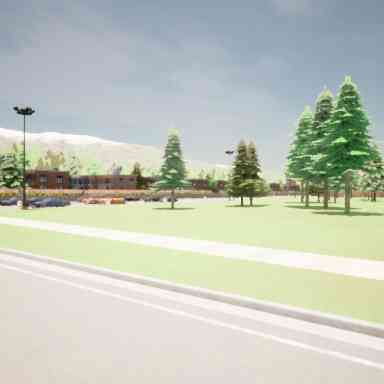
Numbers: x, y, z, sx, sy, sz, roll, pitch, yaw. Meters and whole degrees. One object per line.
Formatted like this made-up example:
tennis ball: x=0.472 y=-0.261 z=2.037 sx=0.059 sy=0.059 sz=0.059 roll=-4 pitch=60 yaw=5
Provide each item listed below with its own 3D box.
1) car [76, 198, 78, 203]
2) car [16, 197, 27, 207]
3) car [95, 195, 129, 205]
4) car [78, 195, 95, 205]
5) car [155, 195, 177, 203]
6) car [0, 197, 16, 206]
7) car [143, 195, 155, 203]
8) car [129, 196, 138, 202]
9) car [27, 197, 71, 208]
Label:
car: x=-20.435 y=1.351 z=65.131 sx=2.097 sy=1.767 sz=4.553 roll=0 pitch=0 yaw=35
car: x=-22.906 y=1.478 z=49.513 sx=1.882 sy=1.535 sz=5.008 roll=0 pitch=0 yaw=35
car: x=-13.628 y=1.352 z=56.669 sx=2.097 sy=1.767 sz=4.553 roll=0 pitch=0 yaw=35
car: x=-16.923 y=1.353 z=58.057 sx=2.097 sy=1.767 sz=4.553 roll=0 pitch=0 yaw=35
car: x=-4.936 y=1.529 z=68.960 sx=1.812 sy=1.442 sz=4.674 roll=0 pitch=0 yaw=35
car: x=-28.311 y=1.547 z=53.992 sx=2.033 sy=1.411 sz=5.357 roll=0 pitch=0 yaw=35
car: x=-8.272 y=1.490 z=70.290 sx=1.837 sy=1.490 sz=4.892 roll=0 pitch=0 yaw=35
car: x=-14.255 y=1.579 z=73.950 sx=1.895 sy=1.301 sz=4.718 roll=0 pitch=0 yaw=35
car: x=-20.031 y=1.547 z=47.519 sx=2.033 sy=1.411 sz=5.357 roll=0 pitch=0 yaw=35
